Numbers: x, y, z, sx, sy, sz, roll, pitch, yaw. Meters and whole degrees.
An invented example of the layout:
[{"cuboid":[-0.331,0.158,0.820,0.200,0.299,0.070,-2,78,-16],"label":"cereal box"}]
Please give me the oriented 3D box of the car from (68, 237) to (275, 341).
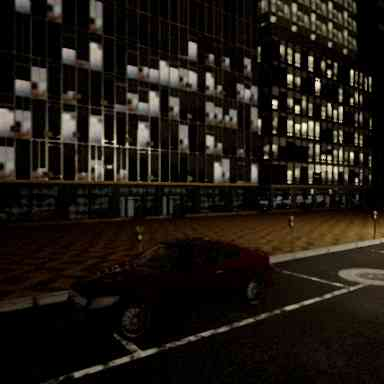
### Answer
[{"cuboid":[-0.167,1.583,6.441,4.206,1.307,1.802,0,0,-35],"label":"car"}]
